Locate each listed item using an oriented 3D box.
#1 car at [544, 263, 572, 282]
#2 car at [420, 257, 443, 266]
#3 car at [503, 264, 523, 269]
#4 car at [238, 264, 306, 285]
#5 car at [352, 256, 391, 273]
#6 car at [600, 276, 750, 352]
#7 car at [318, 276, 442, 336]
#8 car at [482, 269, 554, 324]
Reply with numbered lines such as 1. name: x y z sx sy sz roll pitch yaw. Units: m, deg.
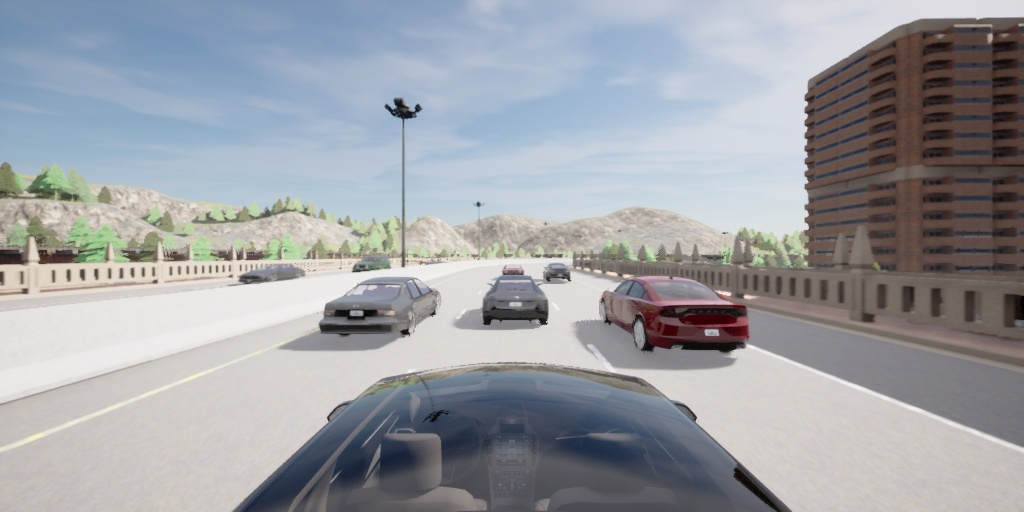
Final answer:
1. car: 3.598 1.276 29.053 1.812 1.442 4.674 0 0 0
2. car: -10.522 1.242 48.998 2.128 1.511 4.902 0 0 1
3. car: 0.097 1.351 31.858 1.895 1.301 4.718 0 0 0
4. car: -17.590 1.297 26.699 2.033 1.411 5.357 0 0 0
5. car: -14.081 0.971 36.379 2.150 2.045 5.566 0 0 0
6. car: 3.600 1.228 8.931 1.882 1.535 5.008 0 0 0
7. car: -3.400 1.297 10.347 2.033 1.411 5.357 0 0 0
8. car: 0.100 1.314 11.978 1.994 1.385 4.181 0 0 0
